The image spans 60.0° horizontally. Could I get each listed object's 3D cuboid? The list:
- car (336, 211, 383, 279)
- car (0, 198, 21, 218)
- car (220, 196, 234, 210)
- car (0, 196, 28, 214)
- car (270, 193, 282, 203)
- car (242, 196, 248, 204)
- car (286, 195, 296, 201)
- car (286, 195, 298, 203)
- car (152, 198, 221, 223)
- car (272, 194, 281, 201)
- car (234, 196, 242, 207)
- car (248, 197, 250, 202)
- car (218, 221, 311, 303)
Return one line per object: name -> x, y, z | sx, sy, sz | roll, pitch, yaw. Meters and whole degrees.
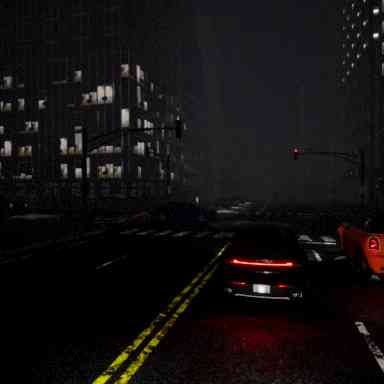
car -> 5.734, 1.347, 9.962 | 2.097, 1.767, 4.553 | 0, 0, 15
car -> -16.744, 1.434, 27.237 | 4.313, 1.339, 1.947 | 1, 1, 16
car -> 3.943, 1.501, 42.880 | 1.812, 1.442, 4.674 | 0, 0, 14
car -> -17.281, 1.165, 30.201 | 4.553, 1.767, 2.097 | 1, 1, 16
car -> 17.808, 1.157, 70.269 | 2.150, 2.045, 5.566 | 0, 0, 14
car -> 8.595, 1.481, 60.849 | 1.812, 1.442, 4.674 | 0, 0, 15
car -> 23.546, 1.465, 79.517 | 2.033, 1.411, 5.357 | 0, 0, 14
car -> 20.976, 1.463, 69.517 | 2.128, 1.511, 4.902 | 0, 0, 14
car -> -0.608, 1.444, 25.568 | 5.008, 1.535, 1.882 | 0, 1, 15
car -> 20.398, 1.235, 80.329 | 1.882, 1.535, 5.008 | 0, 0, 14
car -> 6.253, 1.471, 51.857 | 1.837, 1.490, 4.892 | 0, 0, 14
car -> 11.155, 1.496, 70.504 | 1.994, 1.385, 4.181 | 0, 0, 14
car -> 1.862, 1.501, 8.362 | 1.837, 1.490, 4.892 | 0, 0, 14
